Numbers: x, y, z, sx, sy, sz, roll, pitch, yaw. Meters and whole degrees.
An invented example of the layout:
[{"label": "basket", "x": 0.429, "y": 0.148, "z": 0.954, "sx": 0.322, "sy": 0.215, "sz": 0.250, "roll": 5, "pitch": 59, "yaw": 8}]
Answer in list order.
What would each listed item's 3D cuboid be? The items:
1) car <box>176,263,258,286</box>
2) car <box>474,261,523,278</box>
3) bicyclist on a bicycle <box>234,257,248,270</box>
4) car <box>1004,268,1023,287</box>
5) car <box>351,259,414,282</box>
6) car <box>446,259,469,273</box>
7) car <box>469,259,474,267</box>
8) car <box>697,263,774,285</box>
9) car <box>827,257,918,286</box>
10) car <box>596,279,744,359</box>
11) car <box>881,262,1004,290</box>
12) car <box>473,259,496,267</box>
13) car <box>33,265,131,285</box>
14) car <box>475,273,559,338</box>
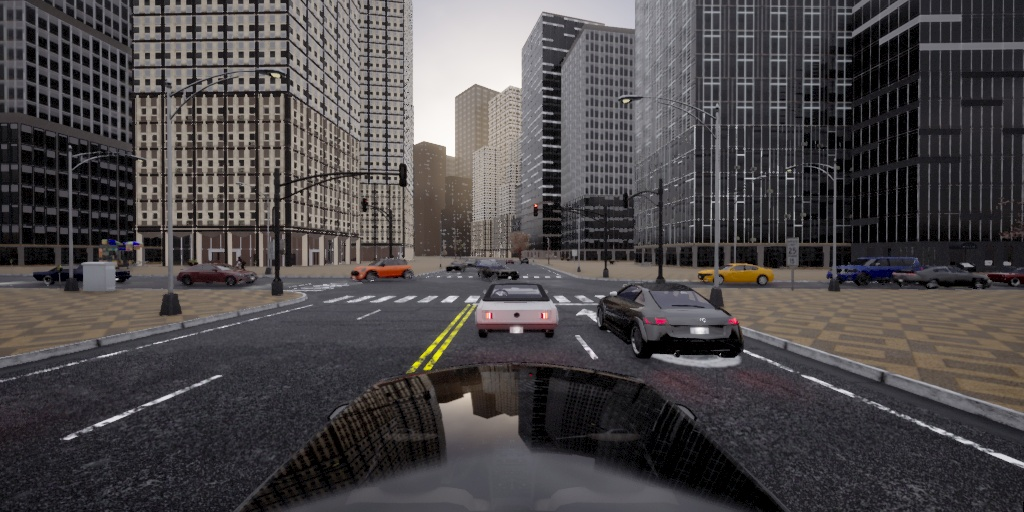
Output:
[{"label": "car", "x": -19.474, "y": 1.193, "z": 23.752, "sx": 4.674, "sy": 1.442, "sz": 1.812, "roll": 0, "pitch": 0, "yaw": 1}, {"label": "car", "x": -1.159, "y": 1.321, "z": 28.842, "sx": 1.895, "sy": 1.301, "sz": 4.718, "roll": 0, "pitch": 0, "yaw": -26}, {"label": "bicyclist on a bicycle", "x": -24.691, "y": 0.871, "z": 32.619, "sx": 0.582, "sy": 1.620, "sz": 1.656, "roll": 0, "pitch": 1, "yaw": 1}, {"label": "car", "x": 36.705, "y": 1.501, "z": 25.872, "sx": 4.718, "sy": 1.301, "sz": 1.895, "roll": 0, "pitch": 0, "yaw": 1}, {"label": "car", "x": -10.162, "y": 1.023, "z": 28.239, "sx": 2.097, "sy": 1.767, "sz": 4.553, "roll": 0, "pitch": 0, "yaw": 43}, {"label": "car", "x": -6.580, "y": 1.318, "z": 42.398, "sx": 1.895, "sy": 1.301, "sz": 4.718, "roll": 0, "pitch": 0, "yaw": 0}, {"label": "car", "x": -6.572, "y": 1.187, "z": 58.250, "sx": 1.837, "sy": 1.490, "sz": 4.892, "roll": 0, "pitch": 1, "yaw": 0}, {"label": "car", "x": 16.323, "y": 1.285, "z": 26.321, "sx": 5.008, "sy": 1.535, "sz": 1.882, "roll": 0, "pitch": 0, "yaw": 1}, {"label": "car", "x": 26.386, "y": 1.075, "z": 26.100, "sx": 5.566, "sy": 2.045, "sz": 2.150, "roll": 0, "pitch": 0, "yaw": 2}, {"label": "car", "x": 3.358, "y": 1.312, "z": 8.449, "sx": 1.994, "sy": 1.385, "sz": 4.181, "roll": 0, "pitch": 0, "yaw": 0}, {"label": "car", "x": 27.295, "y": 1.375, "z": 22.885, "sx": 4.902, "sy": 1.511, "sz": 2.128, "roll": 0, "pitch": 0, "yaw": 1}, {"label": "car", "x": -3.326, "y": 1.191, "z": 44.708, "sx": 1.882, "sy": 1.535, "sz": 5.008, "roll": 0, "pitch": 0, "yaw": 0}, {"label": "car", "x": -28.584, "y": 1.226, "z": 23.986, "sx": 4.718, "sy": 1.301, "sz": 1.895, "roll": 0, "pitch": 0, "yaw": 1}, {"label": "car", "x": 0.103, "y": 1.348, "z": 10.163, "sx": 1.895, "sy": 1.301, "sz": 4.718, "roll": 0, "pitch": 0, "yaw": 0}]
